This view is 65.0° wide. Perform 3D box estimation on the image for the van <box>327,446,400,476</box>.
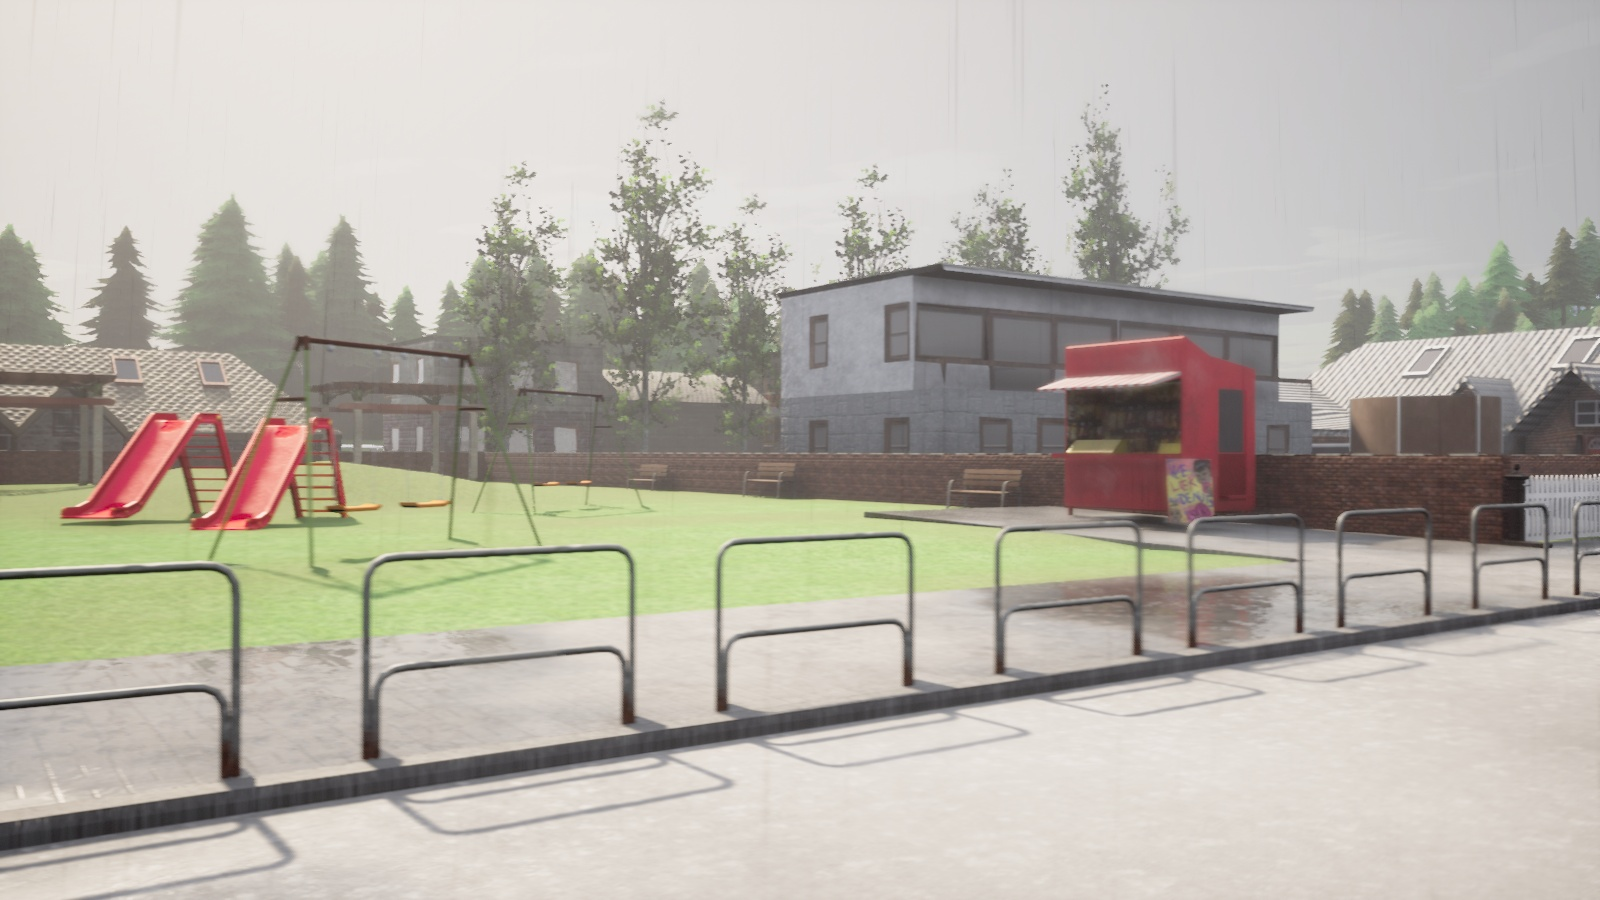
[{"bbox_3d":[-30.674,0.749,88.232,4.480,2.038,2.069,0,0,-35],"label":"van"}]
